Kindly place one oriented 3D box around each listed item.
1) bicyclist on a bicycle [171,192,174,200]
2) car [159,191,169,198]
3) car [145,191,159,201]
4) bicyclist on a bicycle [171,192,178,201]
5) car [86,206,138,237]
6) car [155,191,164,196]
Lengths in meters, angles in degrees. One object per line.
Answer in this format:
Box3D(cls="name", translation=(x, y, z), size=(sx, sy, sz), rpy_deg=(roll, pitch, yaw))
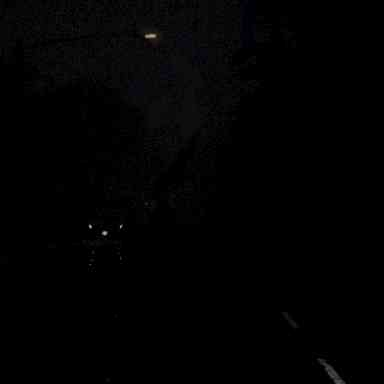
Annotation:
Box3D(cls="bicyclist on a bicycle", translation=(-3.914, 0.742, 67.271), size=(0.582, 1.620, 1.656), rpy_deg=(0, 0, -8))
Box3D(cls="car", translation=(-6.346, 0.678, 76.963), size=(2.033, 1.411, 5.357), rpy_deg=(0, 1, -9))
Box3D(cls="car", translation=(-7.481, 0.948, 59.998), size=(1.994, 1.385, 4.181), rpy_deg=(0, 1, -7))
Box3D(cls="bicyclist on a bicycle", translation=(-3.003, 0.823, 60.454), size=(0.866, 1.612, 1.509), rpy_deg=(0, 0, -7))
Box3D(cls="car", translation=(-3.987, 1.431, 17.510), size=(2.033, 1.411, 5.357), rpy_deg=(0, 1, -2))
Box3D(cls="car", translation=(-9.000, 0.352, 92.062), size=(2.033, 1.411, 5.357), rpy_deg=(0, 1, -11))
